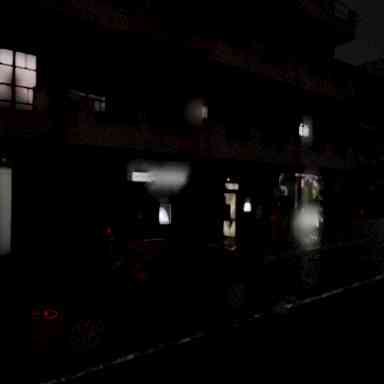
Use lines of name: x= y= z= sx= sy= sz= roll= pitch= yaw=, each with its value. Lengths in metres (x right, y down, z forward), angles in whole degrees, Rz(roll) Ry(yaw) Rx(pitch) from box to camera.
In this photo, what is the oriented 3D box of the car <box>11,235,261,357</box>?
car: x=-0.726 y=1.530 z=6.030 sx=4.507 sy=1.381 sz=1.887 roll=0 pitch=1 yaw=-36
